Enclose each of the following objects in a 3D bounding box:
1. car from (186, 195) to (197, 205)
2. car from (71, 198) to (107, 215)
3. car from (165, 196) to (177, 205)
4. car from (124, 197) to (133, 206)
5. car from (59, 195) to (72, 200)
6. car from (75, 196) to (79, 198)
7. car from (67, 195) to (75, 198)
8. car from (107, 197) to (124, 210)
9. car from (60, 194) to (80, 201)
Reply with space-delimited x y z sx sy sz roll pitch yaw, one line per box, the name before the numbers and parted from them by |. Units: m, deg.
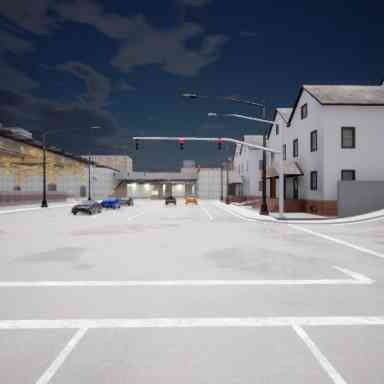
car | -0.082 1.352 60.479 2.097 1.767 4.553 0 0 0
car | -10.704 1.547 34.298 2.033 1.411 5.357 0 0 0
car | -3.677 1.505 58.535 1.837 1.490 4.892 0 0 0
car | -10.752 1.526 54.295 1.812 1.442 4.674 0 0 0
car | -31.967 1.295 84.213 1.853 1.218 4.536 0 0 -37
car | -32.767 1.295 89.490 1.853 1.218 4.536 0 0 28
car | -31.936 1.452 84.171 2.038 1.542 4.974 0 0 -37
car | -10.730 1.478 44.021 1.882 1.535 5.008 0 0 0
car | -32.742 1.452 89.535 2.038 1.542 4.974 0 0 28
